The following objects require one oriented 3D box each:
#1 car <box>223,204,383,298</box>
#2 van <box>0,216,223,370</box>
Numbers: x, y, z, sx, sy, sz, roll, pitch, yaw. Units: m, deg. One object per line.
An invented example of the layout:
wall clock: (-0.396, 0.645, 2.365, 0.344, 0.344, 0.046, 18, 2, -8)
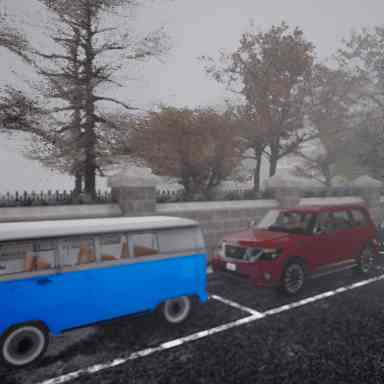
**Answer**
car: (2.892, 1.273, 8.628, 5.009, 1.841, 2.192, 0, 0, -36)
van: (-1.615, 1.331, 5.413, 3.998, 1.788, 1.690, 0, 0, -36)
